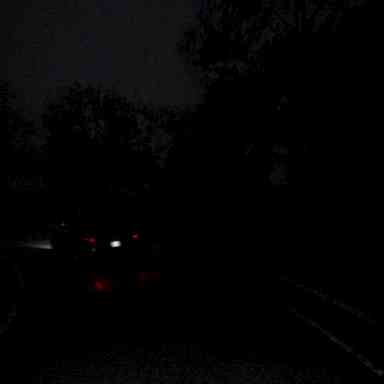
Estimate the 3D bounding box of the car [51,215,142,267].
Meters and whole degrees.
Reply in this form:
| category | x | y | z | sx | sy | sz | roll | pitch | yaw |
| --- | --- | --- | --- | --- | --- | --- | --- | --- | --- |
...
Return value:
| category | x | y | z | sx | sy | sz | roll | pitch | yaw |
| --- | --- | --- | --- | --- | --- | --- | --- | --- | --- |
| car | -3.376 | 1.478 | 11.384 | 1.994 | 1.385 | 4.181 | 0 | 0 | -35 |
